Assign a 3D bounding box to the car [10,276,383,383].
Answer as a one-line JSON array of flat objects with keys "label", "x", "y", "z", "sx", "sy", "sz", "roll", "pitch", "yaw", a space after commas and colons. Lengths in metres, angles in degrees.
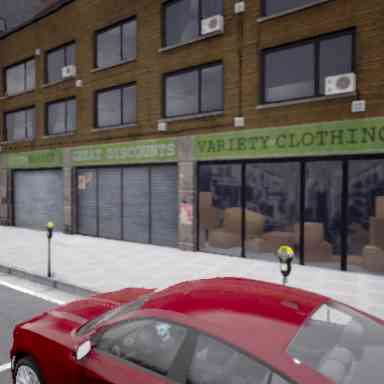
[{"label": "car", "x": 0.135, "y": 1.475, "z": 2.911, "sx": 4.507, "sy": 1.381, "sz": 1.887, "roll": 0, "pitch": 2, "yaw": 36}]
